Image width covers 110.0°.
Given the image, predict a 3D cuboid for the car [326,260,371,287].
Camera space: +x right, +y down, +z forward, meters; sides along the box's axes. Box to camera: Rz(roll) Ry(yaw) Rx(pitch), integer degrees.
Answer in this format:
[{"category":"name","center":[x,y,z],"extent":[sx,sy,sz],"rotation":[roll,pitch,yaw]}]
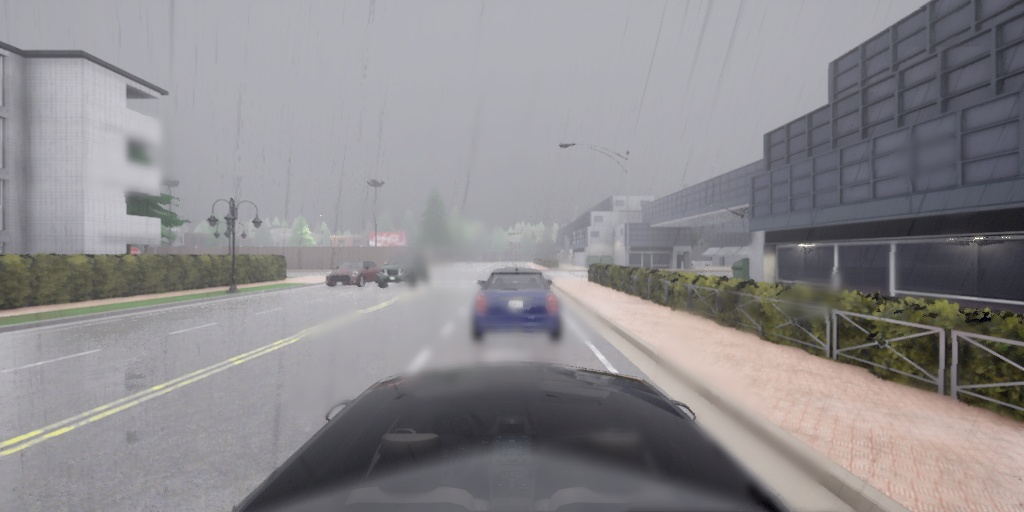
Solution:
[{"category":"car","center":[-10.478,1.081,24.018],"extent":[2.097,1.767,4.553],"rotation":[0,0,0]}]

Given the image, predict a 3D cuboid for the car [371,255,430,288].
[{"category":"car","center":[-6.980,0.953,23.691],"extent":[2.150,2.045,5.566],"rotation":[0,0,0]}]

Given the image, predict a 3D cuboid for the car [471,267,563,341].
[{"category":"car","center":[0.117,1.095,9.989],"extent":[2.097,1.767,4.553],"rotation":[0,0,0]}]
